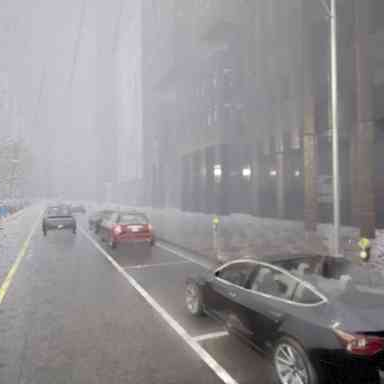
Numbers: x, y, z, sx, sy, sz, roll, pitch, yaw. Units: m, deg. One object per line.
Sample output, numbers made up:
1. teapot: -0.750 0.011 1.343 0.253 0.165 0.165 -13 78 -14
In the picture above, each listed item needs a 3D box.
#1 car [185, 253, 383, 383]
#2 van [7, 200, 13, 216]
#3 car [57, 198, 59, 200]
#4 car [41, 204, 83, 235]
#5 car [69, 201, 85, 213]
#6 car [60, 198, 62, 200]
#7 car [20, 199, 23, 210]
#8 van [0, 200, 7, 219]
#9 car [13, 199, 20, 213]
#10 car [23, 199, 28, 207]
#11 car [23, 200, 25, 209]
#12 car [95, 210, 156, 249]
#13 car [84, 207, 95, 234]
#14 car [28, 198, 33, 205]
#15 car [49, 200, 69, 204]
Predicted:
1. car: 1.358 1.586 5.075 1.947 1.339 4.313 -1 0 -23
2. van: -22.109 1.926 38.255 1.690 1.788 3.998 -1 0 -23
3. car: -29.902 2.436 78.152 1.967 1.590 4.097 -1 0 -23
4. car: -8.368 1.761 20.975 2.128 1.511 4.902 -1 0 -23
5. car: -14.271 2.085 41.613 1.802 1.307 4.206 -1 0 -23
6. car: -25.502 2.380 67.868 1.752 1.417 4.829 -1 0 -23
7. car: -26.575 2.039 48.695 2.192 1.841 5.009 -1 0 -23
8. van: -19.876 1.857 33.036 1.690 1.788 3.998 -1 0 -23
9. car: -24.342 1.970 43.475 2.192 1.841 5.009 -1 0 -23
10. car: -31.040 2.179 59.134 2.192 1.841 5.009 -1 0 -23
11. car: -28.804 2.360 53.912 1.947 1.339 4.313 -1 0 -23
12. car: -3.109 1.597 15.515 1.967 1.590 4.097 -1 0 -23
13. car: -5.340 1.792 20.734 1.947 1.339 4.313 -1 0 -23
14. car: -37.738 2.392 74.791 2.192 1.841 5.009 -1 0 -23
15. car: -15.504 1.981 37.686 2.128 1.511 4.902 -1 -1 -23
